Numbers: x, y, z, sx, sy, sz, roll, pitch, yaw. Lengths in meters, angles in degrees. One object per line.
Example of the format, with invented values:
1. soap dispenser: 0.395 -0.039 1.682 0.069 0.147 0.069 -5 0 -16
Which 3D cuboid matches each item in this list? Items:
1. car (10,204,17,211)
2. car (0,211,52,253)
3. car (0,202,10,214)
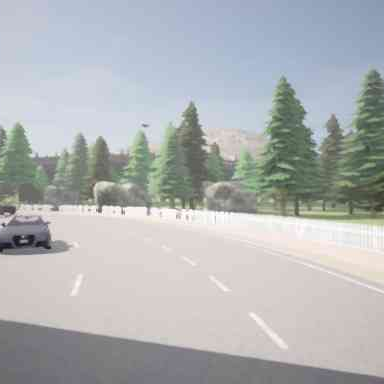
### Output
1. car: -23.272 1.978 39.900 5.008 1.535 1.882 0 -1 25
2. car: -7.301 1.745 14.710 1.994 1.385 4.181 0 -1 -24
3. car: -22.546 2.003 35.887 5.357 1.411 2.033 0 -1 28
